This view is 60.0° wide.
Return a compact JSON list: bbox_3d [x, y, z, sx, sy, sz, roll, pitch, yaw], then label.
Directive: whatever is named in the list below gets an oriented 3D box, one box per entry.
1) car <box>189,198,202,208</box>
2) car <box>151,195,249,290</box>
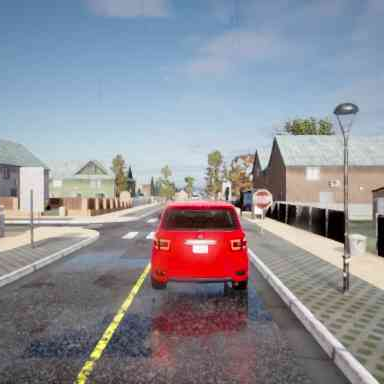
[{"bbox_3d":[0.478,1.667,50.152,1.812,1.442,4.674,0,0,0],"label":"car"},{"bbox_3d":[0.180,1.224,9.231,2.150,2.045,5.566,0,0,0],"label":"car"}]
